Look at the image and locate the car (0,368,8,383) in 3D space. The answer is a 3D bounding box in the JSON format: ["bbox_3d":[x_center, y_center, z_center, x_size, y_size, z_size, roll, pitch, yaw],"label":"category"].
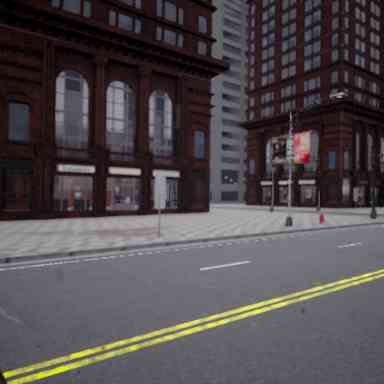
[{"bbox_3d":[-2.950,1.556,1.334,4.181,1.385,1.994,0,0,-36],"label":"car"}]
